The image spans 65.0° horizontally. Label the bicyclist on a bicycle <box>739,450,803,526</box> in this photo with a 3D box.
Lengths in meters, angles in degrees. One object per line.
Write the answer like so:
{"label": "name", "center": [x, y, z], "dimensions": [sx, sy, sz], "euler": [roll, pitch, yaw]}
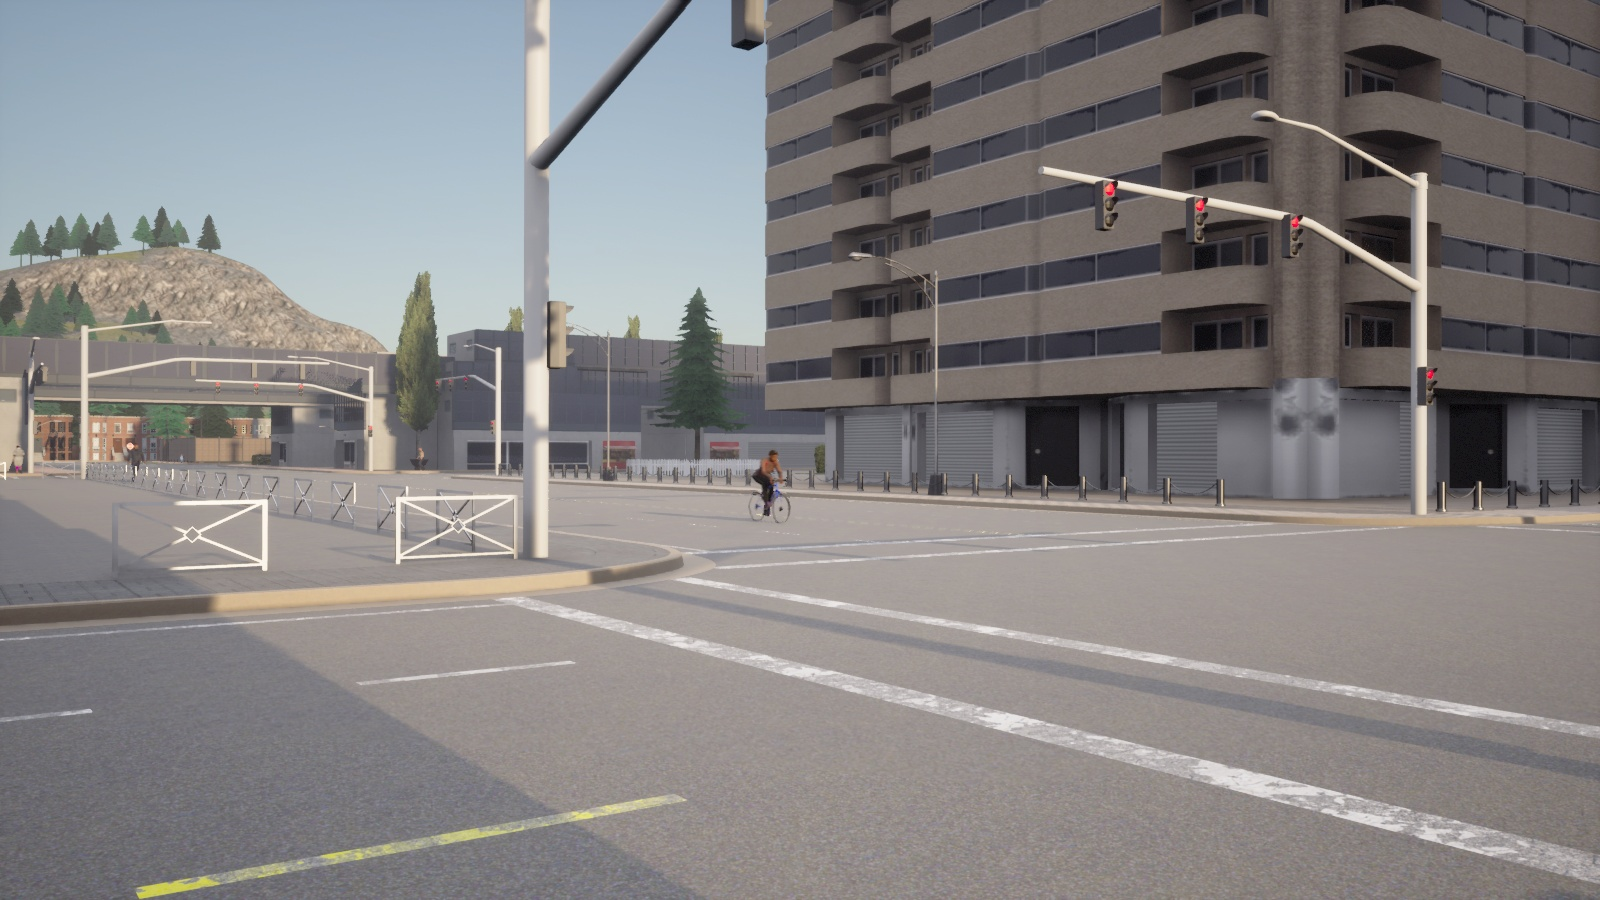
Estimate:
{"label": "bicyclist on a bicycle", "center": [-0.656, 0.823, 27.824], "dimensions": [0.582, 1.620, 1.656], "euler": [0, 0, -35]}

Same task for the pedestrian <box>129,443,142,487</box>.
{"label": "pedestrian", "center": [-29.948, 0.661, 56.623], "dimensions": [0.423, 1.949, 0.788], "euler": [0, 0, -35]}

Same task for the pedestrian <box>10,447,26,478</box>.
{"label": "pedestrian", "center": [-49.422, 0.758, 79.369], "dimensions": [0.873, 1.952, 0.659], "euler": [0, 0, 43]}
